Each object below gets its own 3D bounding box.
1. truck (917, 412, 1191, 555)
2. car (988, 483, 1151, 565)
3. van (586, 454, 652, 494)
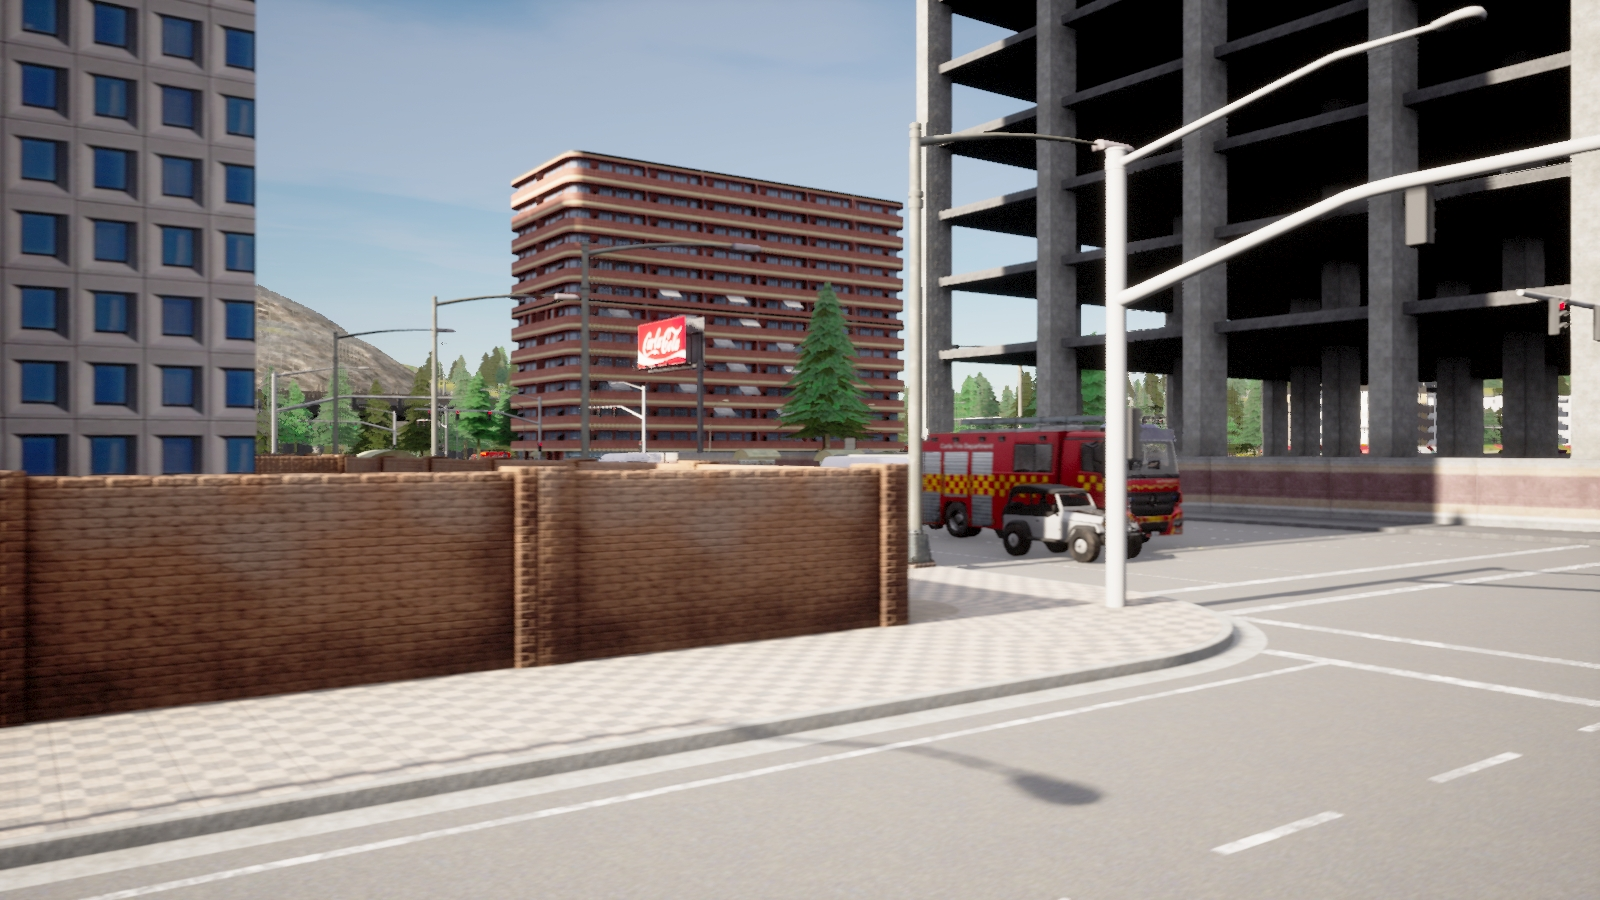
[{"bbox_3d":[7.424,0.891,34.892,2.891,3.827,8.468,0,0,-35],"label":"truck"},{"bbox_3d":[6.968,1.857,29.840,1.905,1.878,3.866,0,0,-35],"label":"car"},{"bbox_3d":[-12.079,1.534,76.113,1.988,2.561,5.915,0,0,-34],"label":"van"}]
